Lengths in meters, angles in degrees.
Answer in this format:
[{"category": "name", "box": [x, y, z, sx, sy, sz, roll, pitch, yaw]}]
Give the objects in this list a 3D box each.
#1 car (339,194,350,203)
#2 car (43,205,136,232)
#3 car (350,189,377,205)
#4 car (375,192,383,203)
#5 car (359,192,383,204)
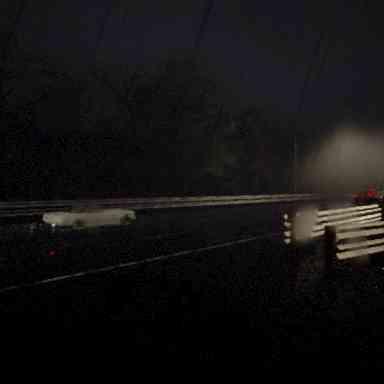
[{"category": "car", "box": [23.670, 0.931, 49.456, 2.033, 1.411, 5.357, 0, 1, 43]}, {"category": "car", "box": [-5.425, 1.339, 18.270, 1.895, 1.301, 4.718, 0, 1, 43]}, {"category": "car", "box": [23.305, 0.655, 43.932, 2.150, 2.045, 5.566, 0, 0, 43]}, {"category": "car", "box": [30.035, 0.843, 51.285, 2.128, 1.511, 4.902, 0, 1, 43]}, {"category": "car", "box": [19.718, 1.019, 34.959, 2.128, 1.511, 4.902, 0, 1, 43]}]
